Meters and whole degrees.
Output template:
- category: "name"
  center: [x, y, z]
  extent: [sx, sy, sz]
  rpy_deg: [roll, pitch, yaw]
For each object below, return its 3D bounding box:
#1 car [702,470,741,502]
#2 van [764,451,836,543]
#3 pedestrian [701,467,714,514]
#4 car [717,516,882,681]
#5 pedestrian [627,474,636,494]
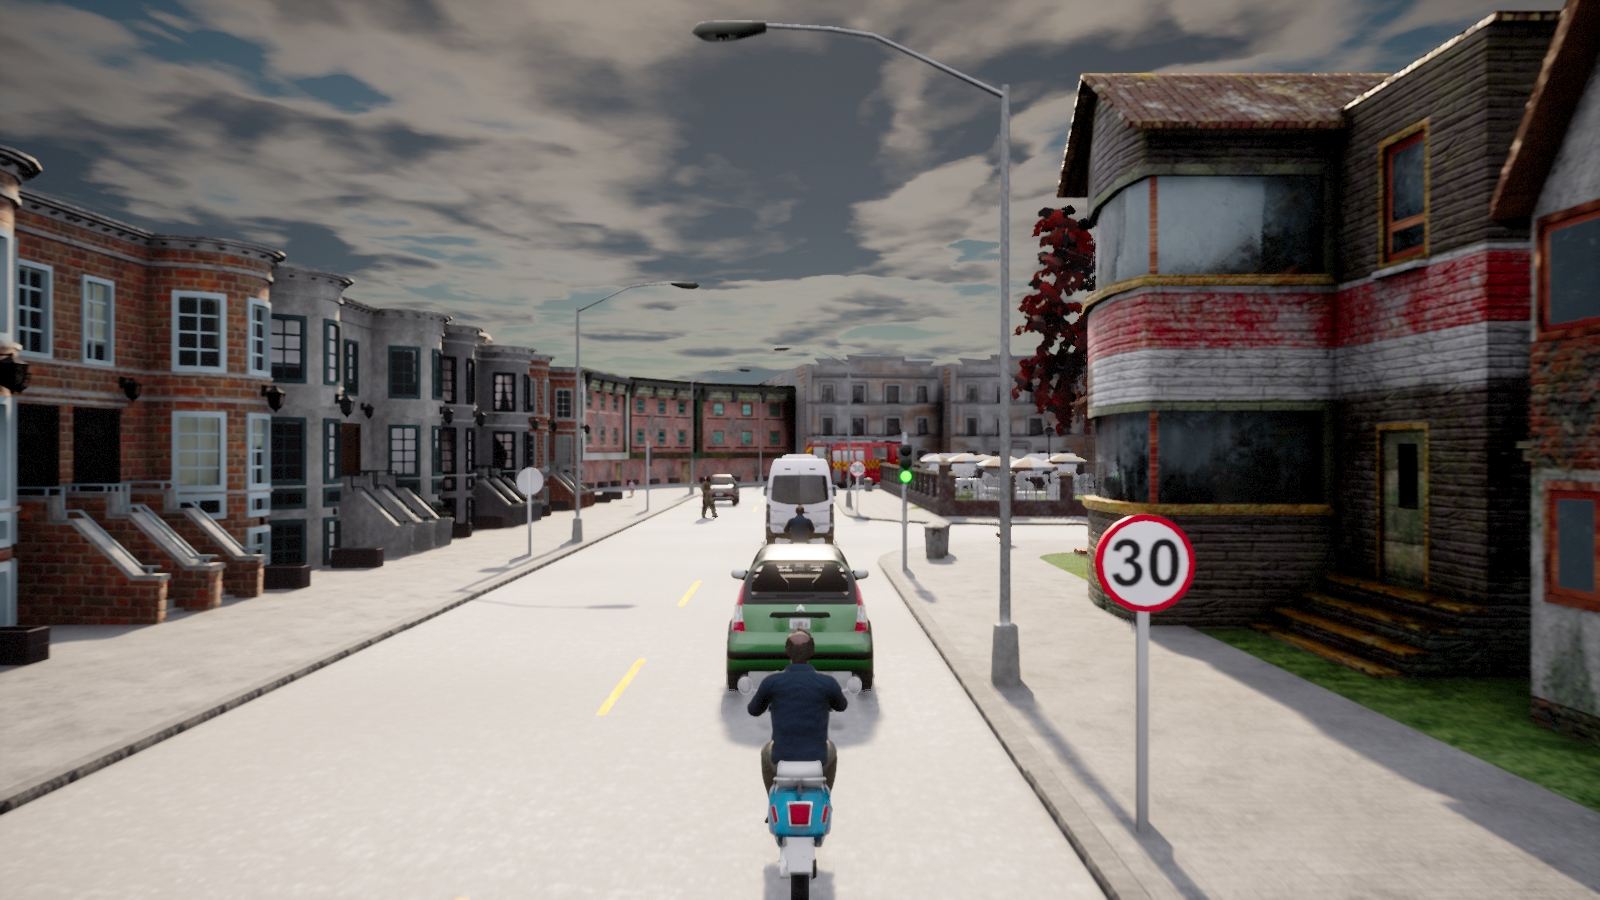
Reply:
- category: "car"
  center: [-4.020, 1.811, 58.927]
  extent: [1.789, 1.549, 3.705]
  rpy_deg: [0, 0, 0]
- category: "van"
  center: [-0.009, 1.317, 34.750]
  extent: [1.988, 2.561, 5.915]
  rpy_deg: [0, 0, 0]
- category: "pedestrian"
  center: [-3.729, 1.632, 46.034]
  extent: [0.375, 1.860, 0.375]
  rpy_deg: [0, 0, -43]
- category: "car"
  center: [-0.004, 1.781, 14.813]
  extent: [1.851, 1.617, 3.988]
  rpy_deg: [0, 0, 0]
- category: "pedestrian"
  center: [-9.523, 1.911, 64.706]
  extent: [0.500, 1.100, 0.500]
  rpy_deg: [0, 0, -8]
